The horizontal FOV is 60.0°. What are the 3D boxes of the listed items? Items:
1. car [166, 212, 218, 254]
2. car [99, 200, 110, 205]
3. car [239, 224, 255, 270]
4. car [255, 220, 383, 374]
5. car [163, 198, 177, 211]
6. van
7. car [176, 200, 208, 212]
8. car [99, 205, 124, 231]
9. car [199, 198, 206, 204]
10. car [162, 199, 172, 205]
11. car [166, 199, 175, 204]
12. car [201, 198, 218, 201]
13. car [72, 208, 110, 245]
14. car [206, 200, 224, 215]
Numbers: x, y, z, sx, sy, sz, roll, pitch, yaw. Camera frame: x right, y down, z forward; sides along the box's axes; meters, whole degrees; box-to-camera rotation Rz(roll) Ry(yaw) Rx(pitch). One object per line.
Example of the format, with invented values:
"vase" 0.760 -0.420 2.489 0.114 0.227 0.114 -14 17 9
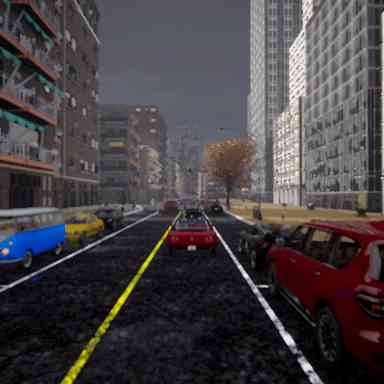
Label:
"car" 0.000 1.735 14.102 1.895 1.301 4.718 0 -1 0
"car" -16.432 1.913 57.296 4.403 1.369 2.008 1 -1 -1
"car" 2.692 1.672 11.178 1.947 1.339 4.313 0 -1 0
"car" 2.693 1.369 5.659 2.192 1.841 5.009 0 -1 0
"car" -3.012 1.968 49.254 1.882 1.535 5.008 0 -1 0
"van" -5.689 1.447 11.180 1.690 1.788 3.998 0 -1 0
"car" 0.001 1.777 29.296 2.128 1.511 4.902 0 0 0
"car" -5.691 1.780 22.223 1.947 1.339 4.313 0 -1 0
"car" 2.680 2.433 87.936 1.752 1.417 4.829 0 -1 0
"car" -5.698 2.332 76.700 2.008 1.369 4.403 0 -1 0
"car" -5.700 2.456 87.765 2.008 1.369 4.403 0 -1 0
"car" 2.687 1.753 44.317 2.192 1.841 5.009 0 -1 0
"car" -5.690 1.683 16.531 1.752 1.417 4.829 0 -1 0
"car" 2.688 1.948 38.792 1.947 1.339 4.313 0 -1 0
